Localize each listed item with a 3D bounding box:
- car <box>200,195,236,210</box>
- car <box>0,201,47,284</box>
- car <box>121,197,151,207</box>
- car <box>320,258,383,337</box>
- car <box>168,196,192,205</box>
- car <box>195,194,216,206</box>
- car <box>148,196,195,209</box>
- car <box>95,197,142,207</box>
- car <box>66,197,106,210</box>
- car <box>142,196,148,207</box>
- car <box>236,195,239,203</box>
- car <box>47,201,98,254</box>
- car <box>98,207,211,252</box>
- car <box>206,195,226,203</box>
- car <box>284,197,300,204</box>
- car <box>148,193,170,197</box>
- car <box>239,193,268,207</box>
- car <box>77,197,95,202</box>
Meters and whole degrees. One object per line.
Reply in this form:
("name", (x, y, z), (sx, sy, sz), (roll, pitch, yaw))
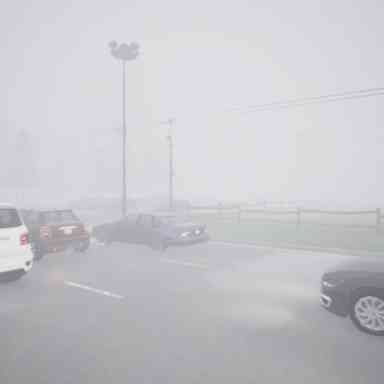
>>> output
("car", (3.370, 1.511, 42.593), (1.812, 1.442, 4.674), (0, 0, 36))
("car", (-6.297, 1.214, 8.298), (5.566, 2.045, 2.150), (0, 0, 34))
("car", (-8.374, 1.540, 50.228), (1.994, 1.385, 4.181), (0, 0, 37))
("car", (4.541, 1.504, 5.052), (4.892, 1.490, 1.837), (-1, 0, 36))
("car", (-2.104, 1.502, 58.763), (1.812, 1.442, 4.674), (0, 0, 36))
("car", (2.292, 1.528, 52.969), (2.033, 1.411, 5.357), (0, 0, 36))
("car", (-2.070, 1.490, 35.112), (1.837, 1.490, 4.892), (0, 0, 36))
("car", (-8.390, 1.332, 38.290), (2.097, 1.767, 4.553), (0, 0, 35))
("car", (-13.616, 1.480, 43.024), (1.837, 1.490, 4.892), (0, 0, 35))
("car", (-5.336, 1.200, 48.475), (2.150, 2.045, 5.566), (0, 0, 36))
("car", (8.973, 1.333, 62.009), (2.097, 1.767, 4.553), (0, 0, 37))
("car", (-5.963, 1.343, 12.234), (4.553, 1.767, 2.097), (0, 0, 31))
("car", (-1.857, 1.541, 13.840), (5.357, 1.411, 2.033), (0, 0, 35))
("car", (5.012, 1.455, 68.410), (1.882, 1.535, 5.008), (0, 0, 36))
("car", (19.377, 1.567, 64.342), (1.994, 1.385, 4.181), (0, 0, 36))
("car", (-3.357, 1.333, 45.249), (2.097, 1.767, 4.553), (0, 0, 36))
("car", (9.894, 1.209, 51.515), (2.150, 2.045, 5.566), (0, 0, 36))
("car", (-11.028, 1.483, 40.625), (1.837, 1.490, 4.892), (0, 0, 36))
